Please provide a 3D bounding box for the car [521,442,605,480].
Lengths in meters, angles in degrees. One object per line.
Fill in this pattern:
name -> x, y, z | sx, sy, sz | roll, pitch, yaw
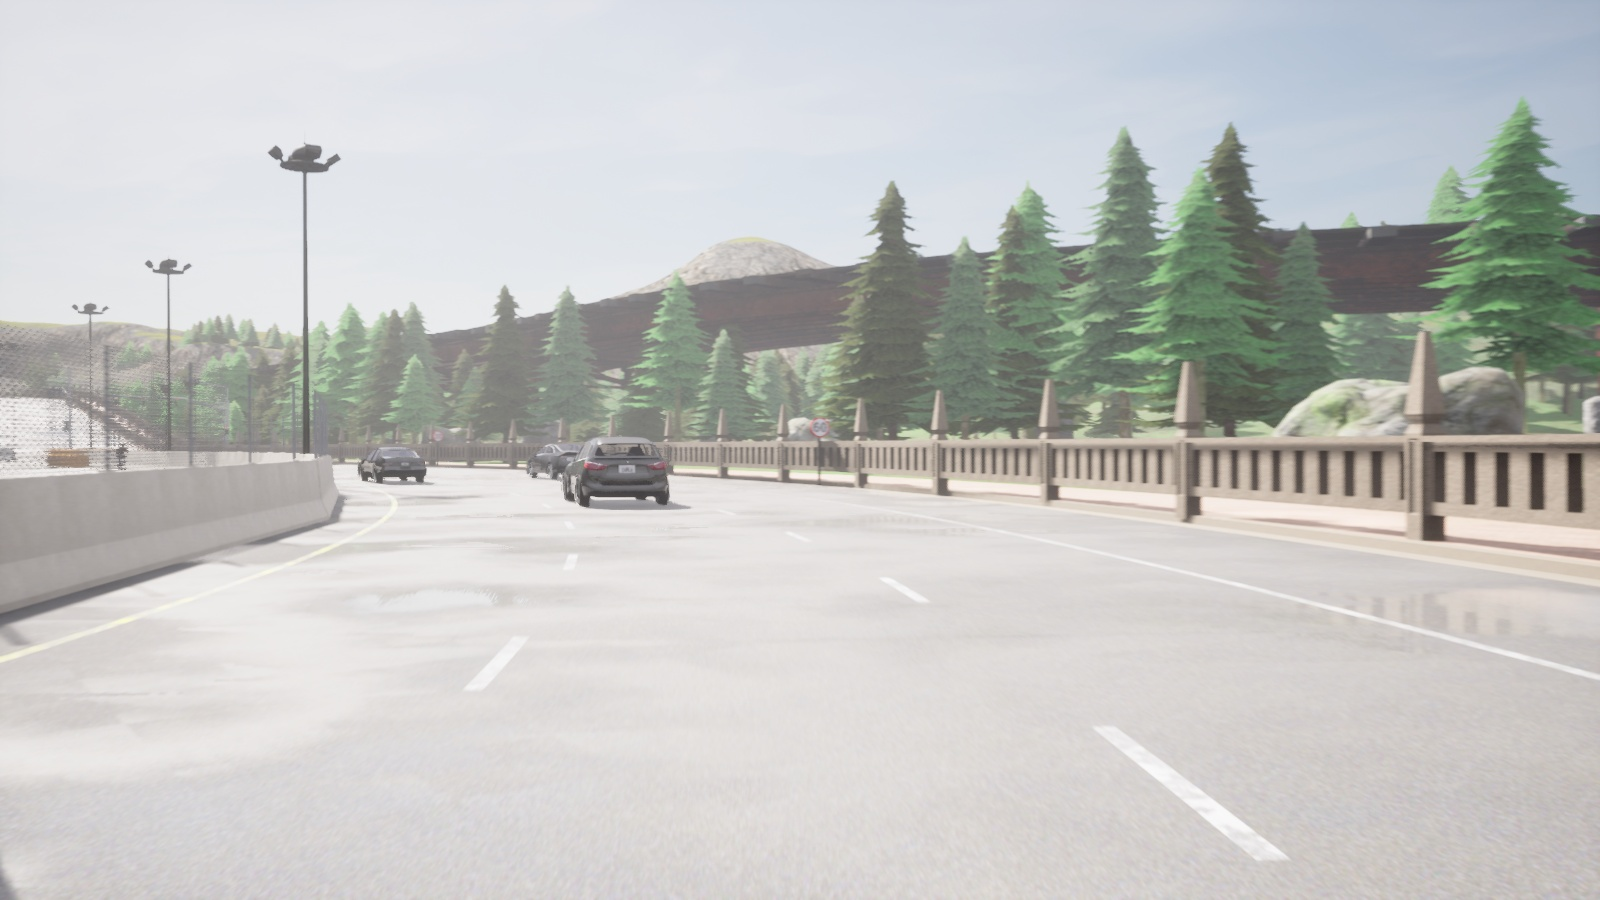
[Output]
car -> -10.107, 0.425, 53.269 | 2.128, 1.511, 4.902 | 0, 0, -29

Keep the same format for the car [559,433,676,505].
car -> -4.671, 0.422, 31.567 | 2.242, 1.667, 4.611 | 0, 0, -17

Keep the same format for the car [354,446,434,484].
car -> -16.201, 0.553, 49.901 | 2.033, 1.411, 5.357 | 0, 0, -29
